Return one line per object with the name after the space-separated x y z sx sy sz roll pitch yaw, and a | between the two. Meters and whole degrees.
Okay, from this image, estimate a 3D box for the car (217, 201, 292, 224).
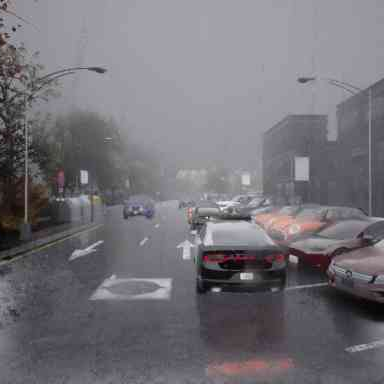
4.732 1.507 25.209 5.366 1.575 1.946 1 0 -21 | car

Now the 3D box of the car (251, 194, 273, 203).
16.955 1.475 80.561 2.435 2.045 5.566 0 0 -22 | car

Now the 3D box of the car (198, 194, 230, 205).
4.277 1.401 64.340 5.566 2.045 2.435 1 -1 -21 | car

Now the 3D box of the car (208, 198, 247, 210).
4.632 1.607 43.293 4.674 1.452 2.002 1 0 -21 | car

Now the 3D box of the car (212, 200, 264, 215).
4.745 1.565 34.270 4.792 1.488 2.163 1 0 -21 | car

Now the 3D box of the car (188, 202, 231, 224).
0.850 1.521 18.913 1.837 1.490 4.892 0 0 -1 | car

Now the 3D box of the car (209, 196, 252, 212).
4.647 1.430 40.285 4.553 1.767 2.185 1 0 -21 | car

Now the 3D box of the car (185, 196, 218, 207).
0.755 1.377 24.883 2.097 1.767 4.553 0 0 -1 | car

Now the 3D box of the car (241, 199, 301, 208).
5.075 1.371 16.282 4.553 1.767 2.185 1 0 -21 | car

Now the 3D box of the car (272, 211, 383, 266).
5.111 1.519 10.260 4.792 1.488 2.163 1 0 -21 | car

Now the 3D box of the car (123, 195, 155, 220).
-4.440 1.257 28.572 2.150 2.045 5.566 0 0 -1 | car

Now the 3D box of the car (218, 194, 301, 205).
4.940 1.255 22.255 5.566 2.045 2.435 1 0 -21 | car

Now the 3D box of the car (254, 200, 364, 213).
5.122 1.368 13.281 4.553 1.767 2.185 1 0 -21 | car

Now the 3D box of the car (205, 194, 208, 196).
4.616 1.453 46.302 4.553 1.767 2.185 1 0 -21 | car

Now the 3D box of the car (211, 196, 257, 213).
4.693 1.419 37.284 4.553 1.767 2.185 1 0 -21 | car

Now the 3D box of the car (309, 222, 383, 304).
5.191 1.528 7.270 4.674 1.452 2.002 1 0 -21 | car

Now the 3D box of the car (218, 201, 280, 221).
4.831 1.549 28.269 4.792 1.488 2.163 1 0 -21 | car

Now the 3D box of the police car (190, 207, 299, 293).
1.013 1.429 9.024 1.930 1.638 5.238 0 0 -1 | police car

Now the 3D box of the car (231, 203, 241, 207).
4.992 1.541 19.277 4.674 1.452 2.002 1 0 -21 | car

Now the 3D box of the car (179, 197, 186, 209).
-0.776 1.448 46.846 2.097 1.767 4.553 0 0 0 | car

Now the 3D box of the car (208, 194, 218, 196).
4.792 1.275 31.271 5.566 2.045 2.435 1 0 -21 | car
